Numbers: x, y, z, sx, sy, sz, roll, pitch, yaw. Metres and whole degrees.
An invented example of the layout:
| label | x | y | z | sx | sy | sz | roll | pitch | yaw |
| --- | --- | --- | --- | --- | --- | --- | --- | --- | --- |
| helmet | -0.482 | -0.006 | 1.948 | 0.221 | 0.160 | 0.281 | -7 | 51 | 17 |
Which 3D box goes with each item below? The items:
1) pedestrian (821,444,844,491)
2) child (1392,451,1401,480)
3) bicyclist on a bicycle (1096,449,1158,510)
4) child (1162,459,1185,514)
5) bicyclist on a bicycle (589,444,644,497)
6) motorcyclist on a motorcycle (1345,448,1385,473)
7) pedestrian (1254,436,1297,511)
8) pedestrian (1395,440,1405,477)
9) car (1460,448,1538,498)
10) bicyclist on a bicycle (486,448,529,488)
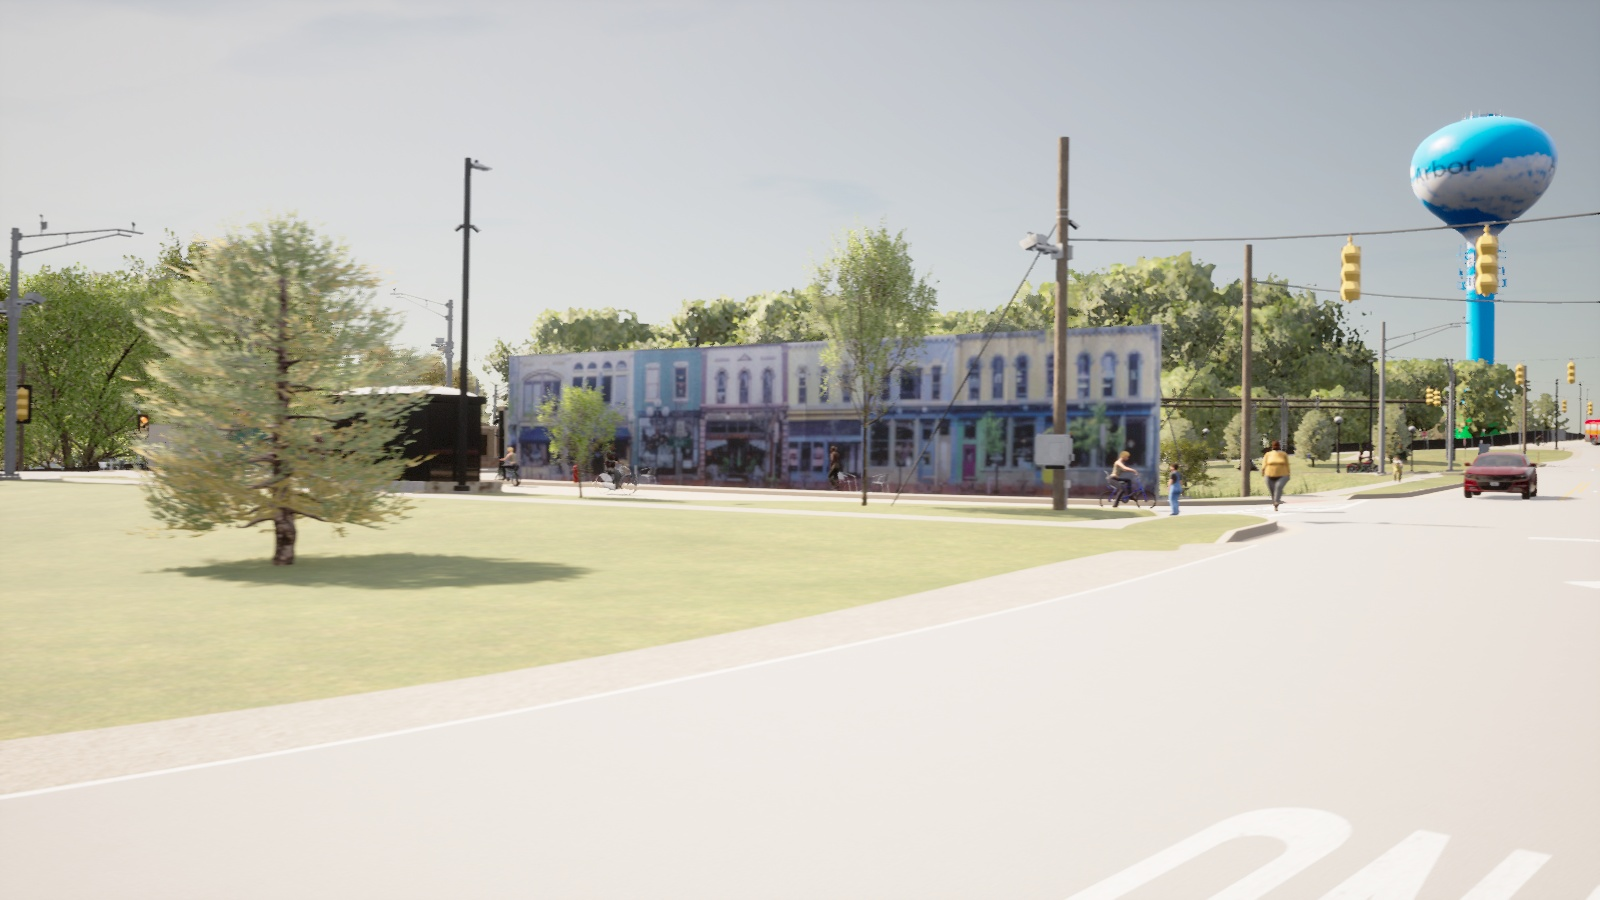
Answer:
| label | x | y | z | sx | sy | sz | roll | pitch | yaw |
| --- | --- | --- | --- | --- | --- | --- | --- | --- | --- |
| pedestrian | 1.273 | 0.681 | 48.970 | 0.869 | 1.805 | 0.328 | 0 | -1 | 38 |
| child | 26.693 | 0.696 | 56.162 | 0.270 | 1.263 | 0.437 | 0 | -1 | 37 |
| bicyclist on a bicycle | 8.791 | 0.792 | 33.739 | 1.509 | 1.612 | 0.866 | -1 | -1 | 20 |
| child | 8.565 | 0.834 | 28.804 | 0.270 | 1.263 | 0.437 | 1 | -1 | -35 |
| bicyclist on a bicycle | -6.277 | 0.704 | 42.951 | 1.843 | 1.776 | 0.659 | 0 | -1 | 33 |
| motorcyclist on a motorcycle | 37.821 | 0.728 | 84.098 | 2.350 | 1.649 | 0.766 | 0 | 0 | 29 |
| pedestrian | 12.087 | 0.591 | 31.914 | 0.874 | 1.855 | 0.900 | 0 | -1 | 29 |
| pedestrian | 30.625 | 0.434 | 64.073 | 0.353 | 1.847 | 0.614 | 0 | -1 | 33 |
| car | 23.251 | 0.710 | 41.662 | 1.882 | 1.535 | 5.008 | 0 | 0 | 34 |
| bicyclist on a bicycle | -11.924 | 0.728 | 51.148 | 1.509 | 1.612 | 0.866 | 1 | -1 | 34 |
